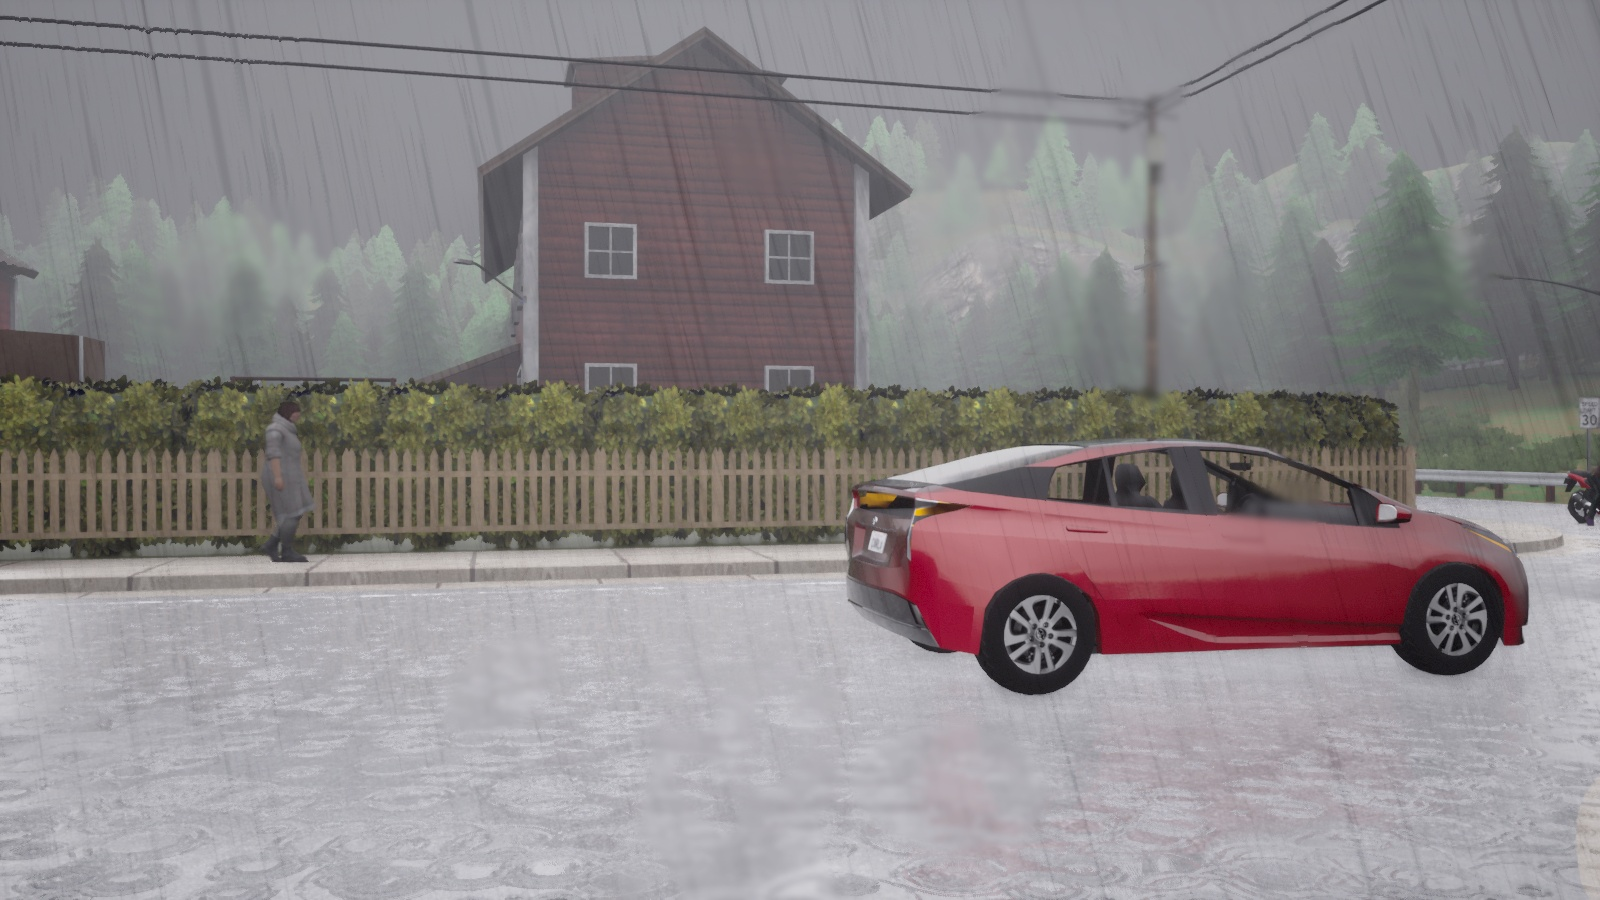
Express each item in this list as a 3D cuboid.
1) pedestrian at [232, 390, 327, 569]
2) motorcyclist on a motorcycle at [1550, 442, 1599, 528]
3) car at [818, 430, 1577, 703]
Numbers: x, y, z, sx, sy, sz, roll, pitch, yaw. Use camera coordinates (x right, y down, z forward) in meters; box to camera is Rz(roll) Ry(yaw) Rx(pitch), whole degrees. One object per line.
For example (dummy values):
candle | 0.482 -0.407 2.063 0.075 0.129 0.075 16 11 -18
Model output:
pedestrian | -5.817 0.318 14.070 0.873 1.952 0.659 0 0 -12
motorcyclist on a motorcycle | 14.482 0.614 22.301 0.797 1.523 2.044 0 0 -13
car | 2.558 0.647 8.512 4.514 1.525 2.007 0 0 -14
